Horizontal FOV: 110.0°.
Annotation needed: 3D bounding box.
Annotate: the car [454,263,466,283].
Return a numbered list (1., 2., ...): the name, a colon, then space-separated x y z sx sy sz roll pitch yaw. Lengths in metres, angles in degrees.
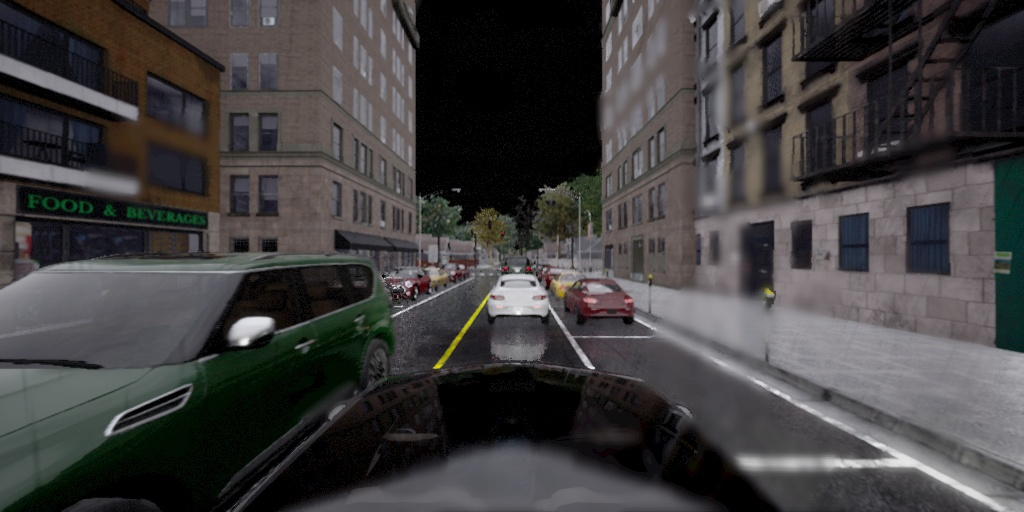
1. car: -5.099 1.283 28.452 1.967 1.591 4.097 0 0 1

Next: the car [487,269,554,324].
1. car: 0.200 1.309 12.067 1.812 1.442 4.674 0 0 1

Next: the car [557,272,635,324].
1. car: 2.736 1.364 11.808 1.802 1.307 4.207 0 0 1

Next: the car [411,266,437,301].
1. car: -5.225 1.242 17.415 1.967 1.591 4.097 0 0 1

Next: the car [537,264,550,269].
1. car: 2.862 1.368 22.844 1.888 1.381 4.507 0 0 1

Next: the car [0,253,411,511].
1. car: -2.847 0.976 3.250 2.150 2.045 5.566 0 0 1

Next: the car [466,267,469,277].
1. car: -5.036 1.446 33.970 1.802 1.307 4.207 0 0 1

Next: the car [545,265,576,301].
1. car: 2.801 1.328 17.496 1.751 1.417 4.829 0 0 1

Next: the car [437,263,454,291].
1. car: -5.164 1.348 22.763 1.751 1.417 4.829 0 0 1

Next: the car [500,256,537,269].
1. car: 0.354 1.049 25.327 2.150 2.045 5.566 0 -1 1
